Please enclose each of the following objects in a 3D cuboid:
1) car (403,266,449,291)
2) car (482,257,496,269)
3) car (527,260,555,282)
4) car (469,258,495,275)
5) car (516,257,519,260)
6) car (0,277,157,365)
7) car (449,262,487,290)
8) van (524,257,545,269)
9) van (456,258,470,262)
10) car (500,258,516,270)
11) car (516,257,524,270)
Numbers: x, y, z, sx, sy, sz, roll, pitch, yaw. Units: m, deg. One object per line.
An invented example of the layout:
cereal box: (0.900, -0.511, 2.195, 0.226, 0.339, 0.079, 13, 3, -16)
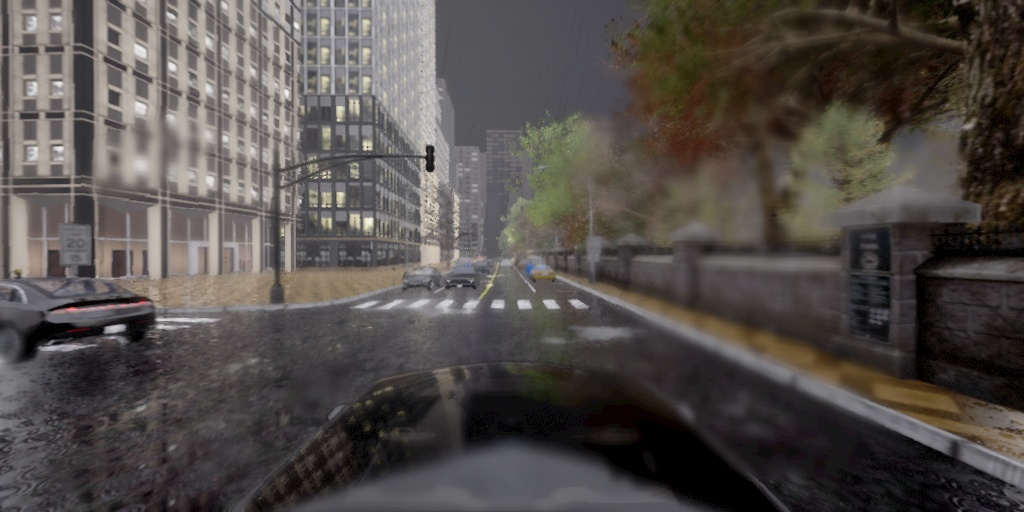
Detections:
car: (-5.438, 1.328, 22.191, 2.007, 1.370, 4.403, 0, 0, -1)
car: (-3.590, 1.342, 57.047, 1.994, 1.385, 4.181, 0, 0, -2)
car: (2.365, 1.256, 28.189, 1.751, 1.417, 4.829, 0, 0, -1)
car: (-3.258, 1.301, 39.979, 2.033, 1.411, 5.357, 0, 0, -1)
car: (1.601, 1.021, 61.285, 2.192, 1.841, 5.009, 0, 0, -2)
car: (-10.083, 1.200, 7.637, 4.902, 1.511, 2.128, 0, 0, 15)
car: (-2.991, 1.310, 22.965, 2.033, 1.411, 5.357, 0, 0, -1)
van: (2.279, 1.069, 33.563, 1.690, 1.789, 3.998, 0, 0, -1)
van: (-5.965, 1.106, 44.370, 1.690, 1.789, 3.998, 0, 0, -1)
car: (-0.711, 1.254, 52.536, 1.812, 1.442, 4.674, 0, 0, -2)
car: (1.916, 1.242, 50.362, 1.751, 1.417, 4.829, 0, 0, -2)
